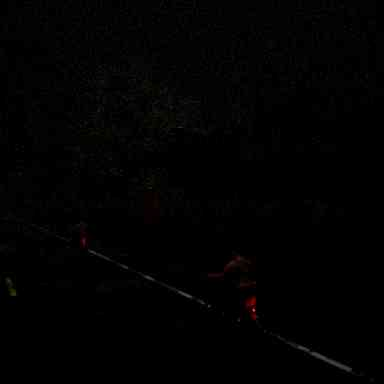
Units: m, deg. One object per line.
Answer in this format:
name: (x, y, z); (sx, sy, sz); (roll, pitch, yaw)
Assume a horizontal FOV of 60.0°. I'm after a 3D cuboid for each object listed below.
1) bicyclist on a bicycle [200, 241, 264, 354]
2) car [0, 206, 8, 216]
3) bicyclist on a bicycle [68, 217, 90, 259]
bicyclist on a bicycle: (0.628, 1.601, 5.391); (0.866, 1.612, 1.509); (1, -2, -33)
car: (-28.212, 2.766, 48.794); (1.812, 1.442, 4.674); (1, -2, -33)
bicyclist on a bicycle: (-4.484, 1.801, 13.376); (0.866, 1.612, 1.509); (1, -2, -33)
